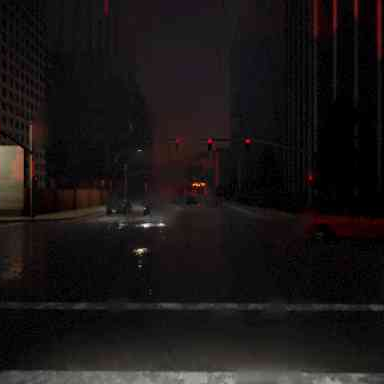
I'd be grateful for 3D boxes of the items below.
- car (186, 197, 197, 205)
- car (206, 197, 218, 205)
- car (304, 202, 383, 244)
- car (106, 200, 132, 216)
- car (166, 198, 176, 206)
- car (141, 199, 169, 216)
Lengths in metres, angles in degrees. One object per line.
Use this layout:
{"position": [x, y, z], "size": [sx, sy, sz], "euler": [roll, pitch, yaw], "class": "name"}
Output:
{"position": [-0.115, 1.580, 58.479], "size": [2.033, 1.411, 5.357], "euler": [0, 0, 0], "class": "car"}
{"position": [3.385, 1.558, 58.485], "size": [1.812, 1.442, 4.674], "euler": [0, 0, 0], "class": "car"}
{"position": [7.371, 1.329, 14.772], "size": [4.553, 1.767, 2.097], "euler": [0, 0, 17], "class": "car"}
{"position": [-7.162, 1.510, 32.968], "size": [2.128, 1.511, 4.902], "euler": [0, 0, 0], "class": "car"}
{"position": [-3.648, 1.596, 54.792], "size": [1.994, 1.385, 4.181], "euler": [0, 0, 0], "class": "car"}
{"position": [-3.664, 1.620, 33.054], "size": [1.895, 1.301, 4.718], "euler": [0, 0, 0], "class": "car"}
